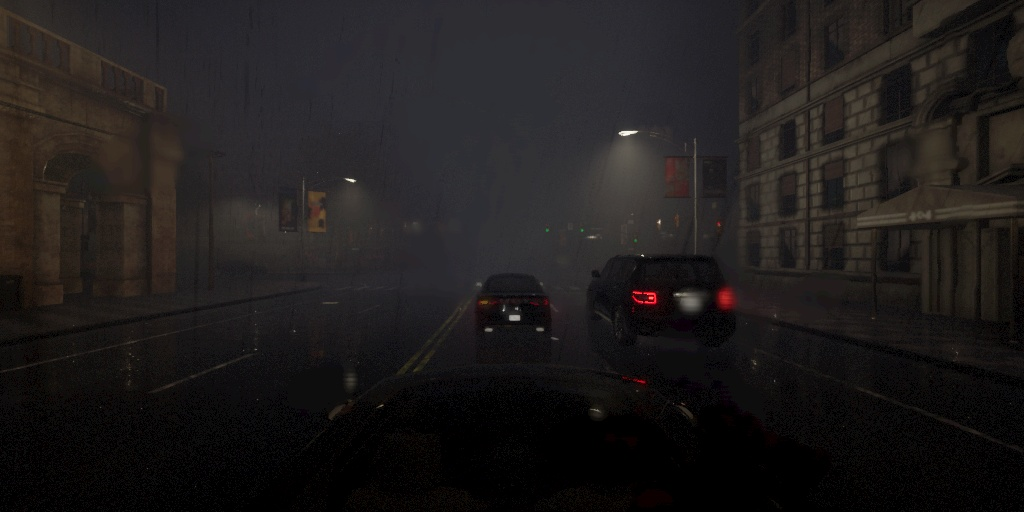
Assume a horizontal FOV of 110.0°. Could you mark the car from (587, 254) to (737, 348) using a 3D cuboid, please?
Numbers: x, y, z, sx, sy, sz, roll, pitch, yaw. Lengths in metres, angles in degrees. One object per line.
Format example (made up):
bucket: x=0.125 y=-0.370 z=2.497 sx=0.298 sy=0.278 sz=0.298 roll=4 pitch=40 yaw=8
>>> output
car: x=3.453 y=0.971 z=9.395 sx=2.150 sy=2.045 sz=5.566 roll=0 pitch=0 yaw=2

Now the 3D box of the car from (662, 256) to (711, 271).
car: x=23.169 y=0.971 z=47.767 sx=5.566 sy=2.045 sz=2.150 roll=0 pitch=0 yaw=0

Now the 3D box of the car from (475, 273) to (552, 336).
car: x=-0.014 y=1.228 z=10.481 sx=1.882 sy=1.535 sz=5.008 roll=0 pitch=0 yaw=-2

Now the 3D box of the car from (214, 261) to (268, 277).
car: x=-27.193 y=1.227 z=35.745 sx=5.008 sy=1.535 sz=1.882 roll=0 pitch=0 yaw=0

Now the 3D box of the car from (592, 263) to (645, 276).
car: x=10.655 y=1.351 z=35.996 sx=4.718 sy=1.301 sz=1.895 roll=0 pitch=0 yaw=0

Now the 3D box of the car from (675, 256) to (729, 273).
car: x=23.376 y=0.971 z=44.257 sx=5.566 sy=2.045 sz=2.150 roll=0 pitch=0 yaw=1

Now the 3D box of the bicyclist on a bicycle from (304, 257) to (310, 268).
bicyclist on a bicycle: x=-31.592 y=1.050 z=55.199 sx=0.582 sy=1.620 sz=1.656 roll=0 pitch=0 yaw=0
